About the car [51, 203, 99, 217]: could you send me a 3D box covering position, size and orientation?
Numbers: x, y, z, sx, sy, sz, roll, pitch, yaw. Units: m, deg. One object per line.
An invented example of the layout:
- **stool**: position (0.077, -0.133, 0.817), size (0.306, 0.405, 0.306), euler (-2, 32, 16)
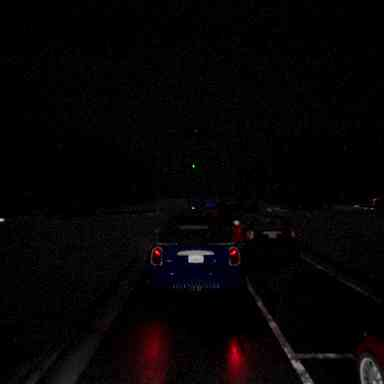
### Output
- **car**: position (-12.440, 1.925, 35.349), size (4.902, 1.511, 2.128), euler (-2, 0, 1)

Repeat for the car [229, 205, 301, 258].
- **car**: position (2.636, 1.477, 12.797), size (1.967, 1.590, 4.097), euler (-1, 0, 0)

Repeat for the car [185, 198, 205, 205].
- **car**: position (0.123, 1.689, 37.261), size (1.994, 1.385, 4.181), euler (0, 0, 0)

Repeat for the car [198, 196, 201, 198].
- **car**: position (2.659, 1.520, 55.370), size (2.192, 1.841, 5.009), euler (-1, 0, 0)

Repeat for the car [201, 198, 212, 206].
- **car**: position (2.666, 1.813, 60.775), size (1.802, 1.307, 4.206), euler (-1, 0, 0)

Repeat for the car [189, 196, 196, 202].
- **car**: position (0.057, 1.920, 90.494), size (1.812, 1.442, 4.674), euler (0, 0, 0)

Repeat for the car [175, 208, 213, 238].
- **car**: position (0.110, 1.658, 18.862), size (1.895, 1.301, 4.718), euler (0, 0, 0)

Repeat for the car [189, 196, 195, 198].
- **car**: position (0.050, 1.860, 80.094), size (2.128, 1.511, 4.902), euler (0, 0, 0)

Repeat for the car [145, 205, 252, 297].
- **car**: position (0.051, 1.377, 8.814), size (2.097, 1.767, 4.553), euler (0, 0, -1)

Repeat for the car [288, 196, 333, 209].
- **car**: position (13.594, 1.238, 38.295), size (4.892, 1.490, 1.837), euler (-1, 0, 0)

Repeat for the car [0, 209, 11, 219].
- **car**: position (-21.933, 2.190, 35.340), size (5.008, 1.535, 1.882), euler (-2, 0, 0)

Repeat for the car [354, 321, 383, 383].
- **car**: position (2.631, 1.588, 1.992), size (1.802, 1.307, 4.206), euler (-1, 0, 0)

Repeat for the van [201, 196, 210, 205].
- **van**: position (2.656, 1.521, 49.964), size (1.690, 1.788, 3.998), euler (-1, 0, 0)

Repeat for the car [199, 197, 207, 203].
- **car**: position (2.678, 1.892, 82.401), size (1.887, 1.381, 4.507), euler (-1, 0, 0)

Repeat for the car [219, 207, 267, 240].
- **car**: position (2.640, 1.621, 18.199), size (1.947, 1.339, 4.313), euler (-1, 0, 0)

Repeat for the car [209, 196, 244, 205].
- **car**: position (2.640, 1.389, 23.602), size (2.192, 1.841, 5.009), euler (-1, 0, 0)

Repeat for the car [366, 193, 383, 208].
- **car**: position (22.547, 0.870, 38.292), size (4.553, 1.767, 2.097), euler (-1, 0, 0)
